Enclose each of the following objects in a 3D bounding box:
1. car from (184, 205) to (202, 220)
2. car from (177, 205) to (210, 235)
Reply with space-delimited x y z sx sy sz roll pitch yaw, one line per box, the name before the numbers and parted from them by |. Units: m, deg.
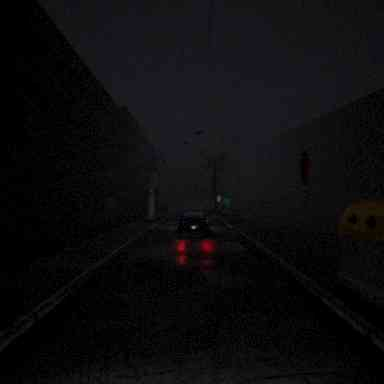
car | 0.100 2.179 36.628 1.882 1.535 5.008 0 -2 0
car | 0.086 1.735 19.950 1.812 1.442 4.674 0 -1 0
